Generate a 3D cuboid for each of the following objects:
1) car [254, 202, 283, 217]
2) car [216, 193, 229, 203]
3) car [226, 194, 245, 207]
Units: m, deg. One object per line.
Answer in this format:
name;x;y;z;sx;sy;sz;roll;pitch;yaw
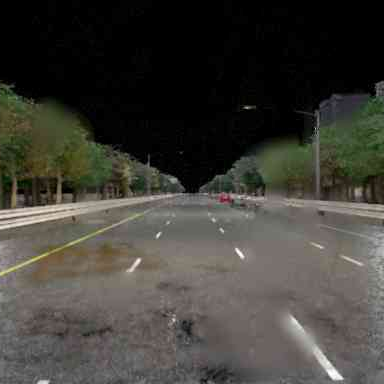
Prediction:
car;7.006;1.572;30.811;1.994;1.385;4.181;0;0;0
car;7.059;1.269;71.312;2.150;2.045;5.566;0;0;0
car;7.015;1.509;51.273;2.128;1.511;4.902;0;0;0
